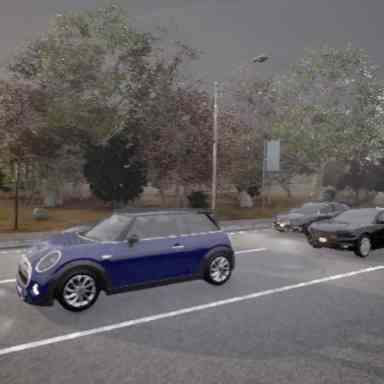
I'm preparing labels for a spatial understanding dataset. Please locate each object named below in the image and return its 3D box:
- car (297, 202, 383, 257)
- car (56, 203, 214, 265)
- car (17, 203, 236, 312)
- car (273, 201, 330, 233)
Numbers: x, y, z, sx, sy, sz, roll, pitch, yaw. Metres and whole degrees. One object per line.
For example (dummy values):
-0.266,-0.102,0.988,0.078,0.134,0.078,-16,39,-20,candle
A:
6.384,1.293,12.207,5.008,1.535,1.882,0,2,-33,car
-1.782,1.213,11.147,4.892,1.490,1.837,0,2,-33,car
-1.273,1.156,7.315,4.553,1.767,2.097,0,2,-32,car
6.079,1.224,16.163,4.892,1.490,1.837,0,2,-32,car
